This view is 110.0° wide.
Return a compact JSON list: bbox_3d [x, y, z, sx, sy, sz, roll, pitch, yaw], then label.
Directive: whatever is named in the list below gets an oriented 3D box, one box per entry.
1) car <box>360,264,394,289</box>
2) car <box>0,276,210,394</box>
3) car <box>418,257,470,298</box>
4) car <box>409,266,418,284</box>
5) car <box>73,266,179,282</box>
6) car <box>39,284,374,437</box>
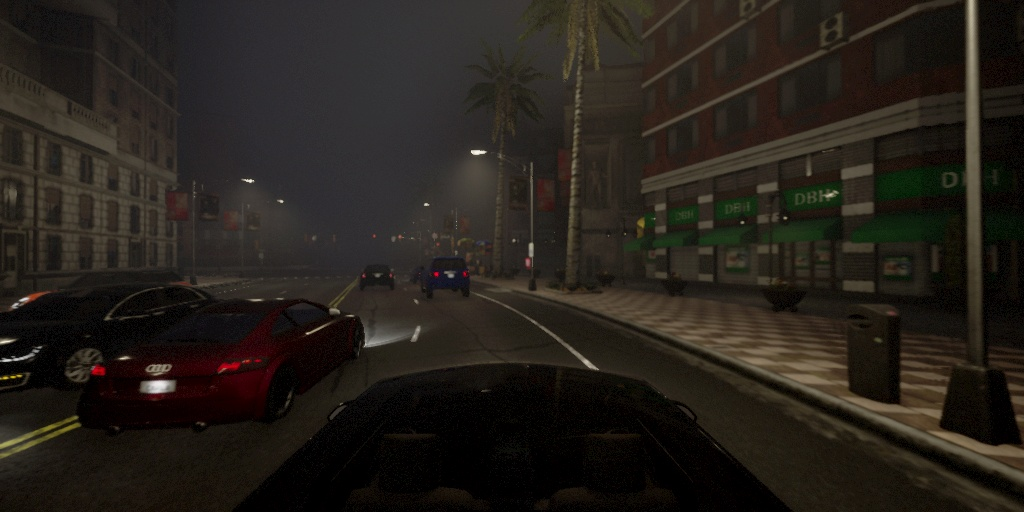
[{"bbox_3d":[-9.284,1.303,24.821,2.097,1.767,4.553,0,0,-20],"label":"car"},{"bbox_3d":[-7.702,1.314,6.847,1.837,1.490,4.892,0,0,-9],"label":"car"},{"bbox_3d":[-3.769,1.111,19.803,2.150,2.045,5.566,0,-2,-18],"label":"car"},{"bbox_3d":[-7.438,1.511,29.977,1.812,1.442,4.674,0,0,-20],"label":"car"},{"bbox_3d":[-12.141,1.205,11.059,2.097,1.767,4.553,0,0,-16],"label":"car"},{"bbox_3d":[-3.899,1.355,5.752,1.994,1.385,4.181,0,0,-5],"label":"car"}]
